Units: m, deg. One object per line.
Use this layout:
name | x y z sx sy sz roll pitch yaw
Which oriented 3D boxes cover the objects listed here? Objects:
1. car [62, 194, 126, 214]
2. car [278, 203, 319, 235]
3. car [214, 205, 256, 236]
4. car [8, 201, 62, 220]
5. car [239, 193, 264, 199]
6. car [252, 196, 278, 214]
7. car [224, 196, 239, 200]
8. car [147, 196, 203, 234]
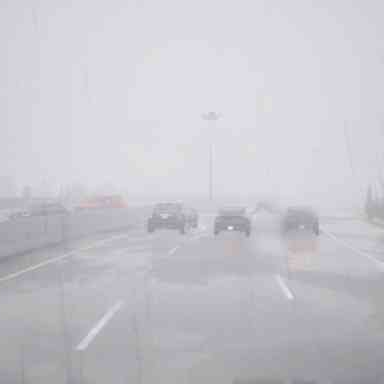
car | -7.000 1.171 25.216 2.150 2.045 5.566 0 0 15
car | 6.119 1.517 19.213 1.837 1.490 4.892 0 0 13
car | 2.402 1.501 18.630 1.837 1.490 4.892 0 0 12
car | -10.908 1.439 23.919 1.837 1.490 4.892 0 0 14
car | 11.530 1.245 61.844 2.150 2.045 5.566 0 0 39
car | 8.118 1.513 35.837 1.837 1.490 4.892 0 0 24
car | 7.695 1.487 62.587 1.837 1.490 4.892 0 0 37
car | -0.969 1.333 19.493 2.097 1.767 4.553 0 0 12
